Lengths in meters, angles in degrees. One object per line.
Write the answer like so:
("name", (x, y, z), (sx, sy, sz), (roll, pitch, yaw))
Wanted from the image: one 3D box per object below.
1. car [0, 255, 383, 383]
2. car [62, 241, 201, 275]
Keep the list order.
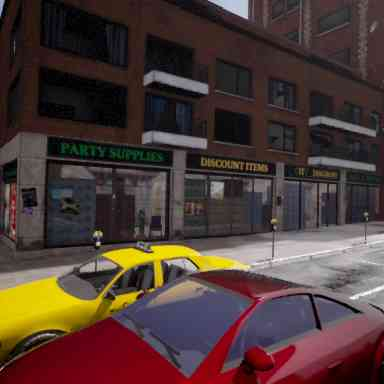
("car", (0.295, 1.565, 3.282), (4.181, 1.385, 1.994), (0, 0, -35))
("car", (-1.025, 1.527, 5.341), (4.829, 1.417, 1.752), (0, 2, -35))
